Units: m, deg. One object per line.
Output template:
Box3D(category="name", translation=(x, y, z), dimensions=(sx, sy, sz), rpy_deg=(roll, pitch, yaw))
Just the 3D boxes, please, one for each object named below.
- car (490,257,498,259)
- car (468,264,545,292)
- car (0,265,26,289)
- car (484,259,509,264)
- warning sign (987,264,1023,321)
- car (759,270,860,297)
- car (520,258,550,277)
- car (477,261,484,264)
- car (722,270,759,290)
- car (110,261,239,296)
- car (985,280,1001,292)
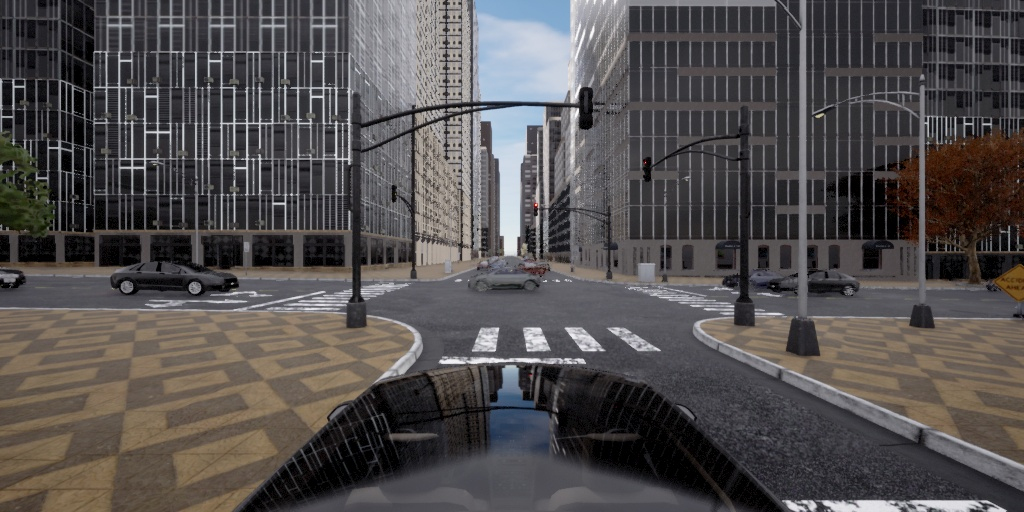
Box3D(category="car", translation=(-1.563, 1.267, 47.469), dimensions=(1.837, 1.490, 4.892), rpy_deg=(0, 0, 0))
Box3D(category="car", translation=(-0.446, 1.332, 20.826), dimensions=(4.181, 1.385, 1.994), rpy_deg=(0, 0, -3))
Box3D(category="car", translation=(-25.296, 0.801, 16.213), dimensions=(4.902, 1.511, 2.128), rpy_deg=(1, 0, -3))
Box3D(category="car", translation=(-1.516, 1.331, 37.060), dimensions=(1.994, 1.385, 4.181), rpy_deg=(0, 0, 0))
Box3D(category="warning sign", translation=(17.269, 1.204, 12.200), dimensions=(1.060, 1.860, 1.300), rpy_deg=(0, 0, -3))
Box3D(category="car", translation=(18.154, 1.606, 21.701), dimensions=(4.892, 1.490, 1.837), rpy_deg=(1, 0, -3))
Box3D(category="car", translation=(1.439, 1.247, 31.243), dimensions=(1.882, 1.535, 5.008), rpy_deg=(-2, 0, -13))
Box3D(category="car", translation=(-4.053, 1.343, 51.484), dimensions=(1.802, 1.307, 4.207), rpy_deg=(0, 0, 0))
Box3D(category="car", translation=(16.980, 1.643, 24.900), dimensions=(4.181, 1.385, 1.994), rpy_deg=(1, 0, -3))
Box3D(category="car", translation=(-15.514, 0.995, 16.668), dimensions=(4.892, 1.490, 1.837), rpy_deg=(1, 0, -3))
Box3D(category="car", translation=(37.204, 1.968, 25.839), dimensions=(4.674, 1.442, 1.812), rpy_deg=(1, 0, -3))
